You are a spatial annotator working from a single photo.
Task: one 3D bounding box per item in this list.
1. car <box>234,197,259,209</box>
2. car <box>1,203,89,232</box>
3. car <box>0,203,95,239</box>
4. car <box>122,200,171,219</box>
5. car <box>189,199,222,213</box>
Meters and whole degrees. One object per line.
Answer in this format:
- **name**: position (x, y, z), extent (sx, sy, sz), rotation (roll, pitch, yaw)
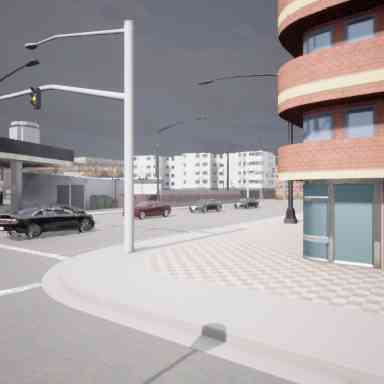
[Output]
- **car**: position (7.462, 1.491, 45.384), extent (2.128, 1.511, 4.902), rotation (0, 0, 35)
- **car**: position (-9.191, 1.505, 21.231), extent (1.837, 1.490, 4.892), rotation (0, 0, 34)
- **car**: position (-7.392, 1.491, 17.404), extent (2.128, 1.511, 4.902), rotation (0, 0, 35)
- **car**: position (-3.866, 1.478, 29.011), extent (1.882, 1.535, 5.008), rotation (0, 0, 34)
- **car**: position (1.553, 1.491, 36.858), extent (2.128, 1.511, 4.902), rotation (0, 0, 35)
